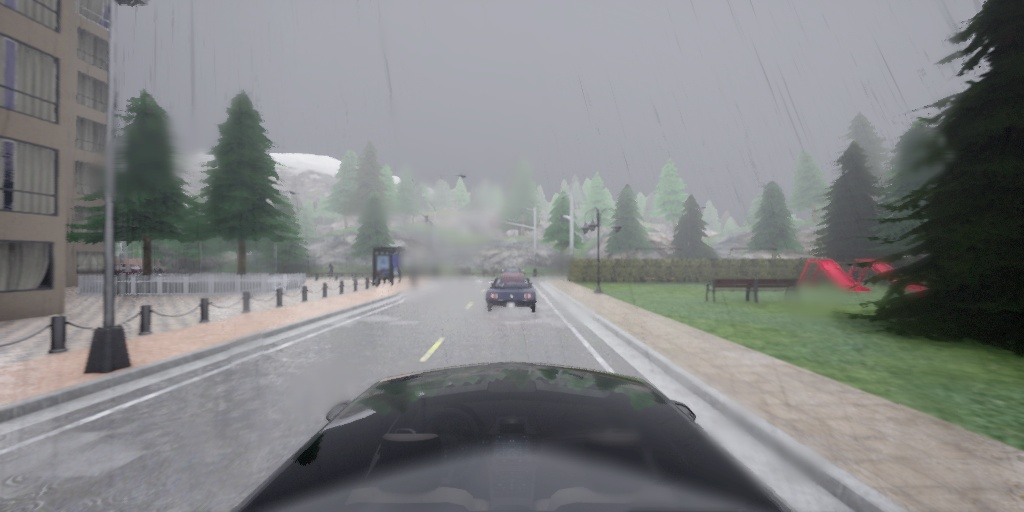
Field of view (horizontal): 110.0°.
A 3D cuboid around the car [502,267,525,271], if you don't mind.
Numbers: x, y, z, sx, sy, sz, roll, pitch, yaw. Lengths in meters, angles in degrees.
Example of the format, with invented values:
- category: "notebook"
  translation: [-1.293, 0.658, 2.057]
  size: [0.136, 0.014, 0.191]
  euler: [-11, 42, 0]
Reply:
- category: "car"
  translation: [0.102, 1.626, 30.296]
  size: [1.994, 1.385, 4.181]
  euler: [0, -1, 2]

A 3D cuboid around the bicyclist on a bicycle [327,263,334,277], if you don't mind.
- category: "bicyclist on a bicycle"
  translation: [-21.666, 1.664, 42.841]
  size: [0.582, 1.620, 1.656]
  euler: [0, 0, 0]

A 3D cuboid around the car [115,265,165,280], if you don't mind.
- category: "car"
  translation: [-38.201, 1.613, 35.931]
  size: [5.008, 1.535, 1.882]
  euler: [0, -1, 1]

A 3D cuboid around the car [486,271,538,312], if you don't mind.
- category: "car"
  translation: [0.015, 1.496, 15.082]
  size: [1.895, 1.301, 4.718]
  euler: [0, -1, 0]
